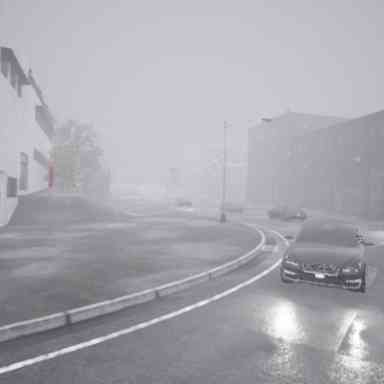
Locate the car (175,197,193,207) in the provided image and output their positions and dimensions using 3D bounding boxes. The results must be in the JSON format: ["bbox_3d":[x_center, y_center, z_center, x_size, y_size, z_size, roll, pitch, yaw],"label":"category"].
[{"bbox_3d":[-1.329,1.482,51.029,1.882,1.535,5.008,2,1,-16],"label":"car"}]

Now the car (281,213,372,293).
[{"bbox_3d":[3.853,1.586,9.361,1.837,1.490,4.892,2,0,27],"label":"car"}]

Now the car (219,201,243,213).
[{"bbox_3d":[4.943,1.842,42.472,1.994,1.385,4.181,2,0,-16],"label":"car"}]

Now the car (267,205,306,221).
[{"bbox_3d":[8.433,1.853,29.815,1.994,1.385,4.181,2,0,-14],"label":"car"}]
